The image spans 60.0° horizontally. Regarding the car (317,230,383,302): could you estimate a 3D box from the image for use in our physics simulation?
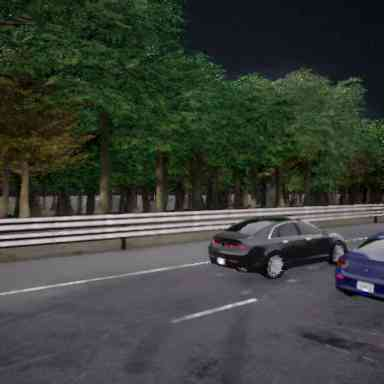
[{"bbox_3d":[5.005,1.538,7.333,4.674,1.442,1.812,0,0,-35],"label":"car"}]

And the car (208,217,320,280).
[{"bbox_3d":[2.729,1.519,10.012,4.892,1.490,1.837,-1,0,-35],"label":"car"}]
